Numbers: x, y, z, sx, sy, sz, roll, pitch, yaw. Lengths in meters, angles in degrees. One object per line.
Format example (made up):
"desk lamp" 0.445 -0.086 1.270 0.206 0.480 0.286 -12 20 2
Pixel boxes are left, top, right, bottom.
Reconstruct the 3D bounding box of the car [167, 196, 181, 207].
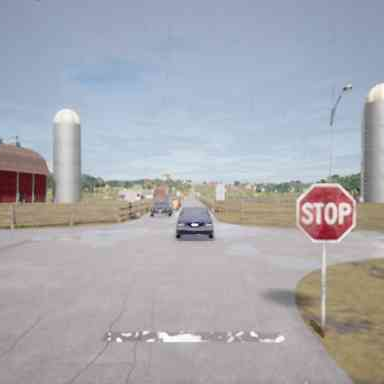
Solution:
"car" -2.687 1.473 50.905 1.882 1.535 5.008 0 0 0

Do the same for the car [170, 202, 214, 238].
"car" 0.147 1.487 17.477 2.033 1.411 5.357 0 1 0

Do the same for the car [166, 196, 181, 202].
"car" -2.722 1.316 40.763 2.097 1.767 4.553 0 0 0

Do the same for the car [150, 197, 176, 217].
"car" -2.757 1.465 31.065 1.837 1.490 4.892 0 0 0
